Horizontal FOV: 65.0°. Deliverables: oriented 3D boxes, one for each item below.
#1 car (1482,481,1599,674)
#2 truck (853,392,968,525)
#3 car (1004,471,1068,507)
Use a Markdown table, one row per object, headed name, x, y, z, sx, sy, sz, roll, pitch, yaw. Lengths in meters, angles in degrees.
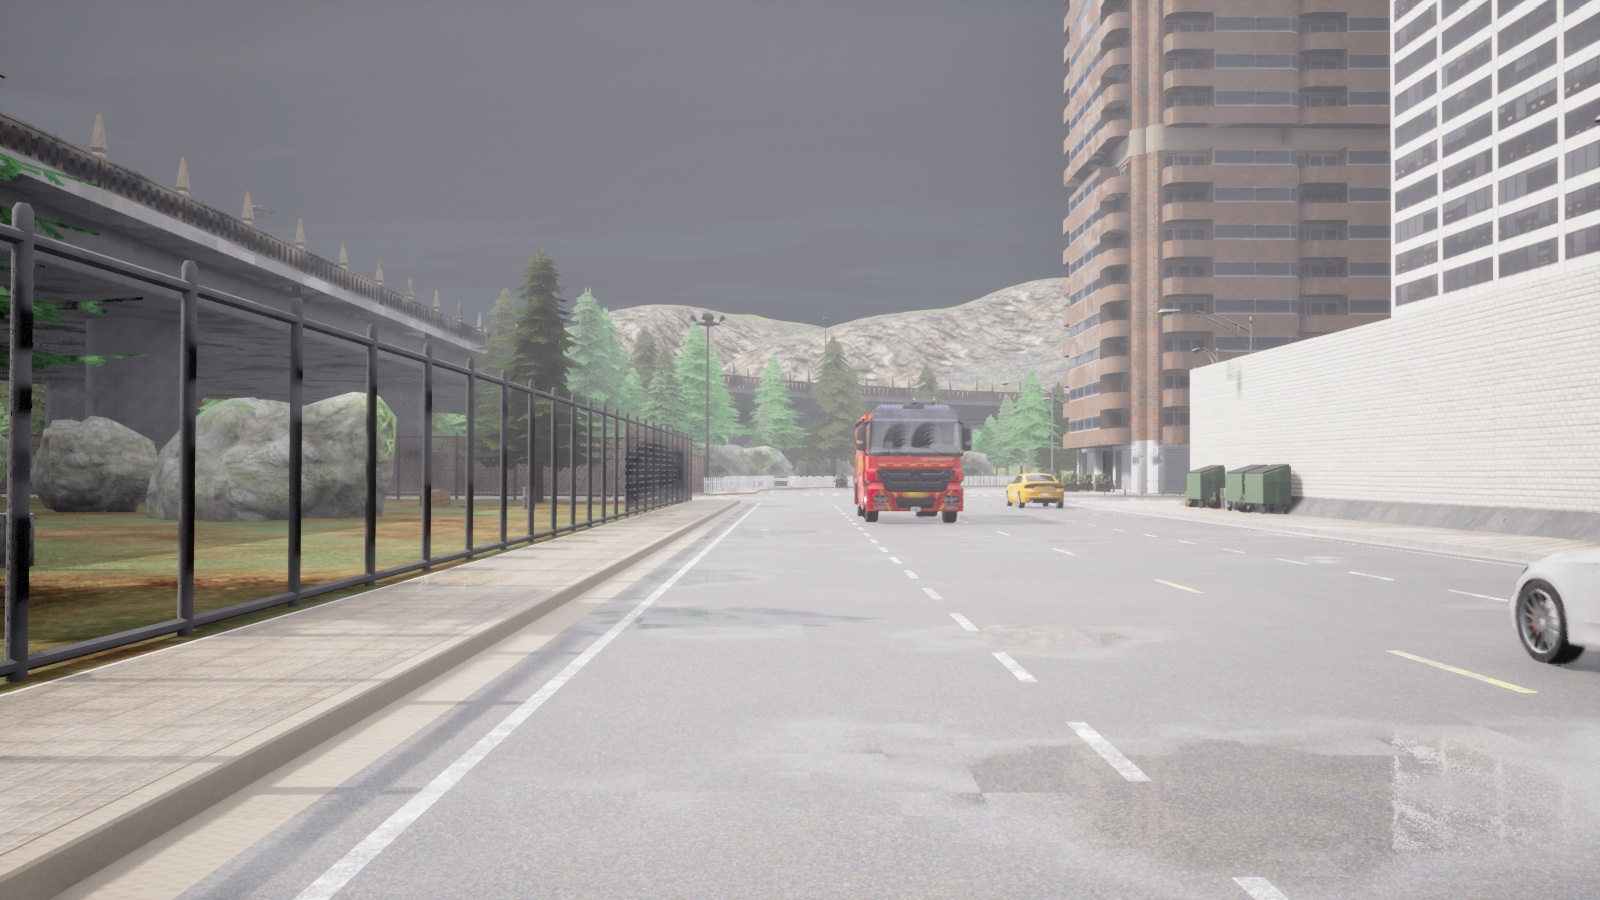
| name | x | y | z | sx | sy | sz | roll | pitch | yaw |
| --- | --- | --- | --- | --- | --- | --- | --- | --- | --- |
| car | 6.976 | 0.960 | 8.806 | 1.812 | 1.442 | 4.674 | 0 | -1 | 0 |
| truck | 3.374 | 0.316 | 40.555 | 2.891 | 3.827 | 8.468 | 0 | -1 | 0 |
| car | 10.344 | 1.679 | 55.419 | 1.882 | 1.535 | 5.008 | 0 | -1 | 0 |
